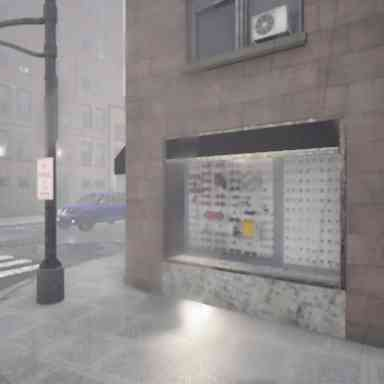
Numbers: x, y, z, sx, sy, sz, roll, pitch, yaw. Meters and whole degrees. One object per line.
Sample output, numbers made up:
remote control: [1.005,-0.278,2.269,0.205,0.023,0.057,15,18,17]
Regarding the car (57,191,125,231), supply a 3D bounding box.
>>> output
car: [-5.232,0.997,19.170,2.150,2.045,5.566,0,1,35]
